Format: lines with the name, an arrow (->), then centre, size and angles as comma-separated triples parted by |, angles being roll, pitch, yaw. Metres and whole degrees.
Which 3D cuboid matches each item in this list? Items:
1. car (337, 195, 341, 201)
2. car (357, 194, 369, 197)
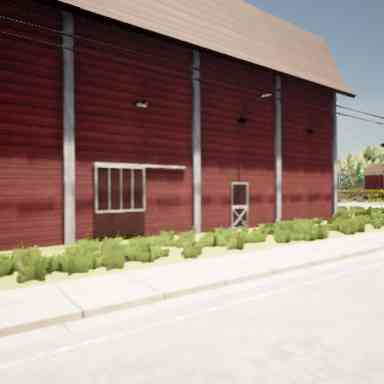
car -> 22.209, 1.152, 53.452 | 4.193, 1.474, 1.816 | -1, 0, -36
car -> 31.886, 1.075, 62.013 | 3.905, 1.438, 1.784 | -1, 0, -36
